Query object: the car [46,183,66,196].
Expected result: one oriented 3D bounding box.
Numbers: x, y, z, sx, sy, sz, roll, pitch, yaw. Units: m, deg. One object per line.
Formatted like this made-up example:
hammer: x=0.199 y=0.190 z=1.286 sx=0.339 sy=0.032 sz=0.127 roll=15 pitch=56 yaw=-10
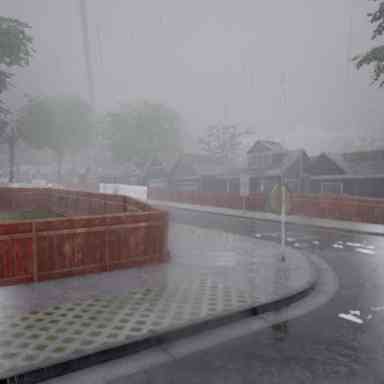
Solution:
car: x=-19.048 y=-0.446 z=46.672 sx=2.097 sy=1.767 sz=4.553 roll=1 pitch=2 yaw=-35
